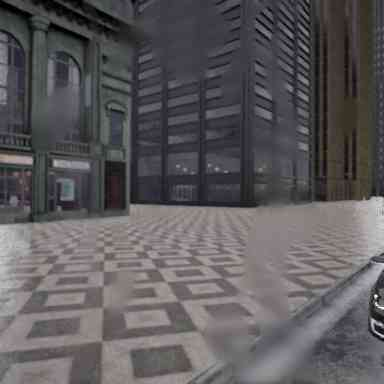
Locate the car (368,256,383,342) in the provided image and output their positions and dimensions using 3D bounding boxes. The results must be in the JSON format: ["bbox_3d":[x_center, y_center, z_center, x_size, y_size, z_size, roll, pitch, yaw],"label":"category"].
[{"bbox_3d":[4.514,1.504,5.833,1.837,1.490,4.892,0,0,39],"label":"car"}]
